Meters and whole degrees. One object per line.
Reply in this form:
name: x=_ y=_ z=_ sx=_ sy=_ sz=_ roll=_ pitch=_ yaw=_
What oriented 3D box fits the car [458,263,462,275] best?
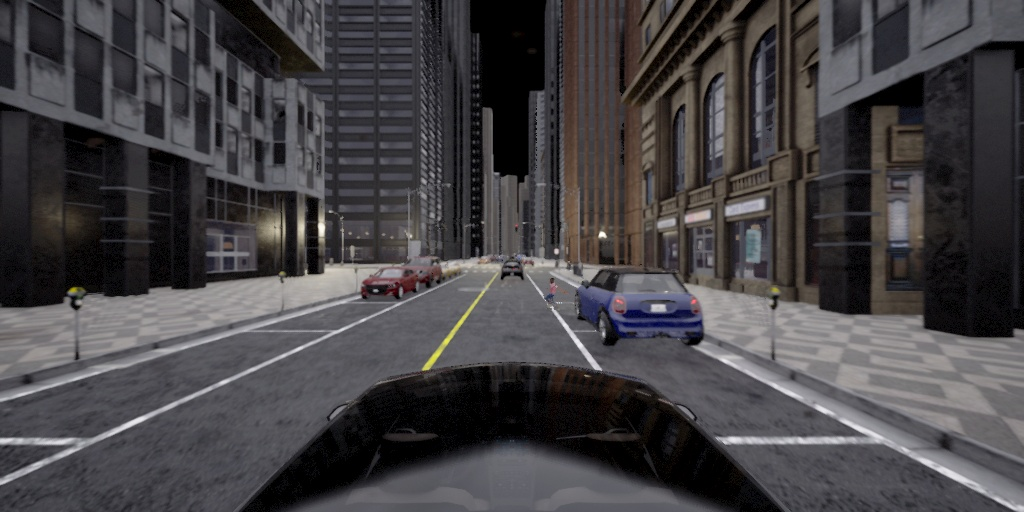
car: x=-5.783 y=1.103 z=34.080 sx=1.751 sy=1.417 sz=4.829 roll=0 pitch=0 yaw=0

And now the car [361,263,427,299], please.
car: x=-5.773 y=1.211 z=17.445 sx=1.888 sy=1.381 sz=4.507 roll=0 pitch=0 yaw=0

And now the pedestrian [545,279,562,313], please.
pedestrian: x=1.421 y=0.988 z=12.264 sx=0.375 sy=1.860 sz=0.375 roll=0 pitch=0 yaw=0

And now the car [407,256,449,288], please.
car: x=-5.776 y=0.952 z=23.047 sx=2.192 sy=1.841 sz=5.009 roll=0 pitch=0 yaw=0

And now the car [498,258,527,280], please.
car: x=0.038 y=1.109 z=29.158 sx=1.837 sy=1.490 sz=4.892 roll=0 pitch=0 yaw=0

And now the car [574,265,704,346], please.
car: x=2.995 y=1.060 z=9.457 sx=2.097 sy=1.767 sz=4.553 roll=0 pitch=0 yaw=0

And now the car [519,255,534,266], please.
car: x=2.725 y=0.881 z=61.049 sx=1.967 sy=1.591 sz=4.097 roll=0 pitch=0 yaw=0

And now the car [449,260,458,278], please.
car: x=-5.780 y=1.133 z=28.478 sx=1.751 sy=1.417 sz=4.829 roll=0 pitch=0 yaw=0
